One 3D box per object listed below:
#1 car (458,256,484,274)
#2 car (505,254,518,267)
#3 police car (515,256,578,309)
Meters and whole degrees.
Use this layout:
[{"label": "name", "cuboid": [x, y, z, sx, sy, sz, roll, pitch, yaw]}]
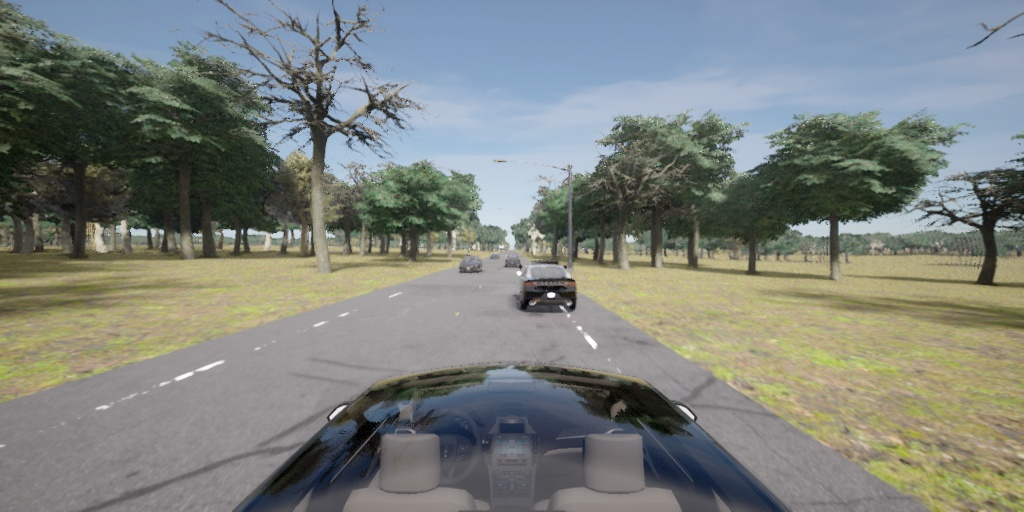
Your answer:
[{"label": "car", "cuboid": [-3.584, 0.746, 31.900, 1.837, 1.490, 4.892, 0, 1, 0]}, {"label": "car", "cuboid": [0.081, 0.527, 43.979, 2.128, 1.511, 4.902, 0, 0, 0]}, {"label": "police car", "cuboid": [1.224, 0.969, 13.774, 1.930, 1.638, 5.238, 0, 1, 0]}]
